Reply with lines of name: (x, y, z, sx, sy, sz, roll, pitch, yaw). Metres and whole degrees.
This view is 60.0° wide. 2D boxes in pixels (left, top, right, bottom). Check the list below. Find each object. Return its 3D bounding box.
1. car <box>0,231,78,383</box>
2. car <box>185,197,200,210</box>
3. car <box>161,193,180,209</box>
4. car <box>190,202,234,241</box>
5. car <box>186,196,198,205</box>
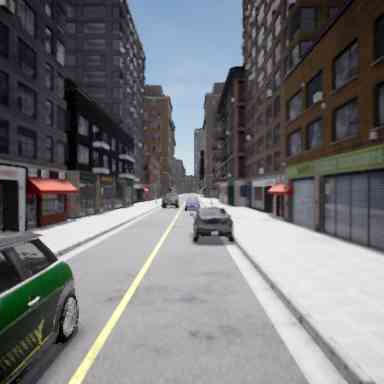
car: (-2.851, 1.347, 3.378, 2.097, 1.767, 4.553, 0, 0, 0)
car: (0.057, 1.455, 41.198, 2.033, 1.411, 5.357, 0, 0, 0)
car: (-2.843, 1.120, 44.432, 2.150, 2.045, 5.566, 0, 0, 0)
car: (0.955, 1.476, 16.326, 1.837, 1.490, 4.892, 0, 0, 0)
car: (-0.006, 1.432, 55.015, 1.994, 1.385, 4.181, 0, 0, 0)
